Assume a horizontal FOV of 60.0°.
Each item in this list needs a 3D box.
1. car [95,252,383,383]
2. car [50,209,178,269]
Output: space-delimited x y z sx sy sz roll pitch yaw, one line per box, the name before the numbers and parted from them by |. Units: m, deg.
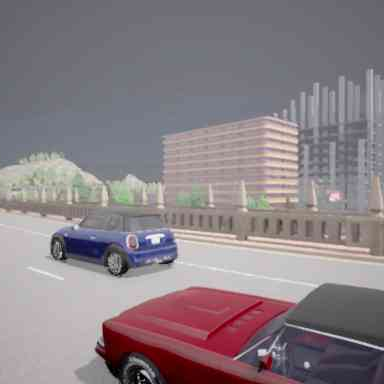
car | 1.252 1.617 3.136 4.718 1.301 1.895 0 0 35
car | -2.638 1.391 10.701 4.553 1.767 2.097 0 0 40
